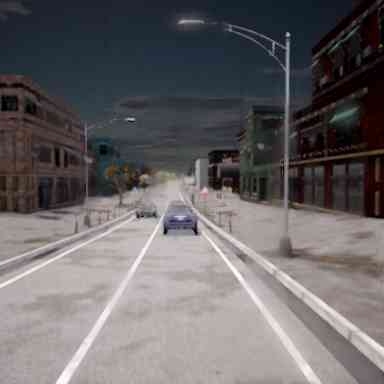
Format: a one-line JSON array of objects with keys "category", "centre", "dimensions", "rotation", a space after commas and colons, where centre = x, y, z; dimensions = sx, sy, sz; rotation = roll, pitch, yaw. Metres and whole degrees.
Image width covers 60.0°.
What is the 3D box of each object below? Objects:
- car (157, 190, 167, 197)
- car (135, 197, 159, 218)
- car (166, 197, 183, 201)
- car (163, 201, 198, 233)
[{"category": "car", "centre": [-6.778, 0.397, 76.184], "dimensions": [2.097, 1.767, 4.553], "rotation": [0, 2, -3]}, {"category": "car", "centre": [-4.677, 1.770, 34.871], "dimensions": [2.097, 1.767, 4.553], "rotation": [0, 0, -3]}, {"category": "car", "centre": [-1.718, 1.707, 39.526], "dimensions": [2.097, 1.767, 4.553], "rotation": [0, 1, -3]}, {"category": "car", "centre": [-0.795, 1.651, 21.853], "dimensions": [2.097, 1.767, 4.553], "rotation": [0, -1, -3]}]
